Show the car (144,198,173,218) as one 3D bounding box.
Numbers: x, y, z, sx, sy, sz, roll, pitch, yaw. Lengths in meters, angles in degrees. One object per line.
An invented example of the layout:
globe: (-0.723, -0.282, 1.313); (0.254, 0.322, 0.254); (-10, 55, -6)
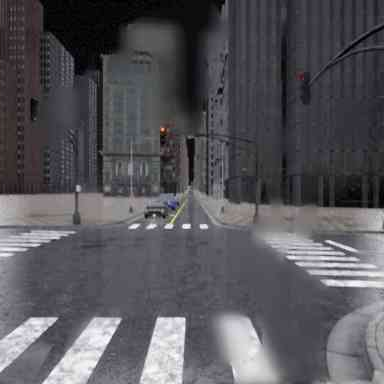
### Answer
car: (-3.092, 1.537, 29.951); (2.033, 1.411, 5.357); (0, 0, 0)

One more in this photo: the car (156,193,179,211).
car: (-3.082, 1.209, 40.621); (2.150, 2.045, 5.566); (0, 0, 1)
